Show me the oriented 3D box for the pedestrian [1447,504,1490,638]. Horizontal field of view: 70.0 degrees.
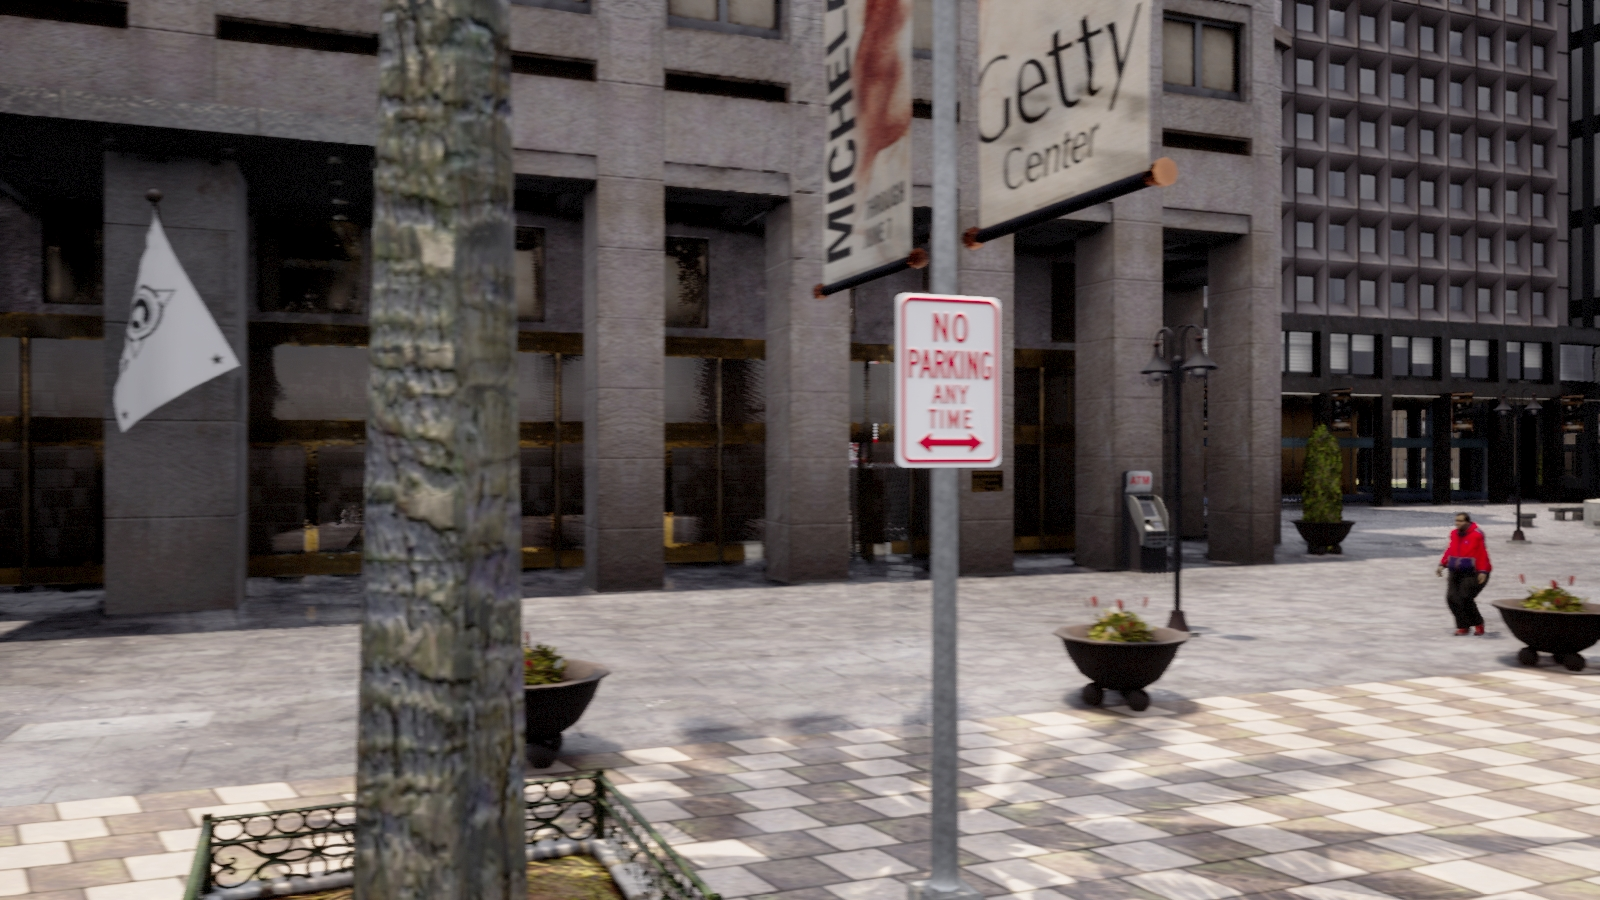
[{"bbox_3d":[9.501,1.705,16.244,0.375,1.860,0.375,0,0,-23],"label":"pedestrian"}]
